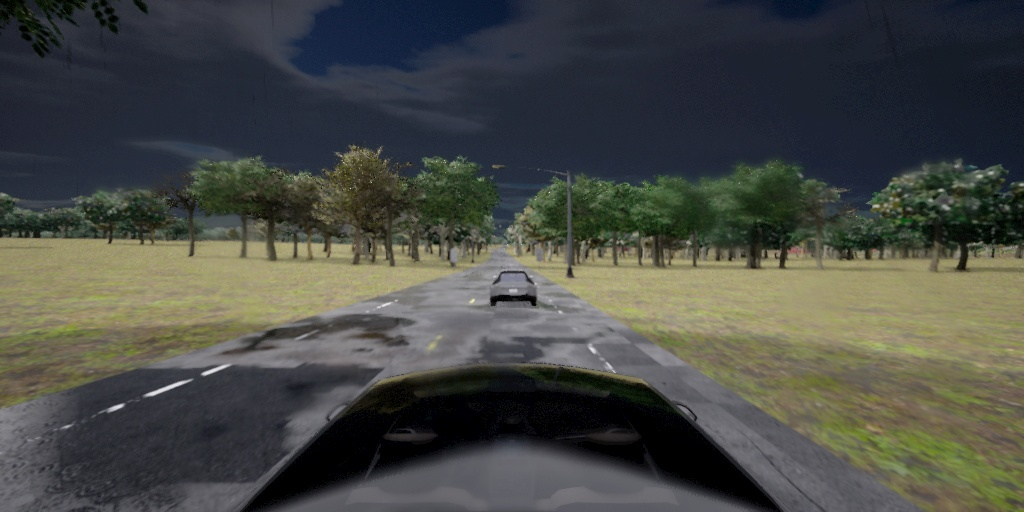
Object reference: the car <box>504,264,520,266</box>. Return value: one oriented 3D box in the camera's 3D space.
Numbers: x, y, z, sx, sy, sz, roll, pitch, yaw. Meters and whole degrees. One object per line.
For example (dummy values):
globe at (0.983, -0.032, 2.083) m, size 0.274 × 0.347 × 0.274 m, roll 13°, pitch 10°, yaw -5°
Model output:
car at (0.006, 1.398, 32.857) m, size 1.895 × 1.301 × 4.718 m, roll 0°, pitch 0°, yaw 0°

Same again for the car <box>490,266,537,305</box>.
car at (0.054, 1.328, 16.094) m, size 1.994 × 1.385 × 4.181 m, roll 0°, pitch 0°, yaw 0°
